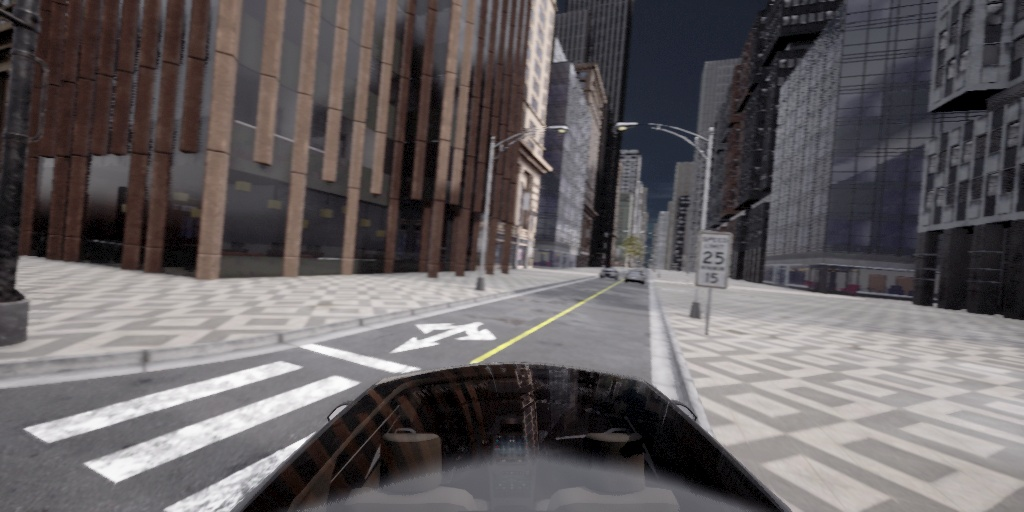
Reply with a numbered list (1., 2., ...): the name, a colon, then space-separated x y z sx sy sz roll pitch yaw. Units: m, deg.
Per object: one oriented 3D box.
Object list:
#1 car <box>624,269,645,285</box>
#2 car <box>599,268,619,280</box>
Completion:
1. car: 13.283 2.276 38.742 1.994 1.385 4.181 5 0 21
2. car: 11.850 2.127 43.554 1.994 1.385 4.181 5 0 21
